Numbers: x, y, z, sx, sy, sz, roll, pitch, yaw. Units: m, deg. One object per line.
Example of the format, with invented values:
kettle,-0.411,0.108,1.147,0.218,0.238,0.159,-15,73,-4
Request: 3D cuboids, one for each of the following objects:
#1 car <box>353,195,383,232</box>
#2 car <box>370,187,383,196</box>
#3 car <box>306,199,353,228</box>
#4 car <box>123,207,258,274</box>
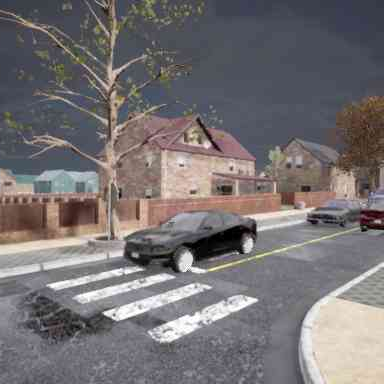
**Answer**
car,9.950,1.130,16.479,1.882,1.535,5.008,1,2,44
car,15.981,0.629,26.896,2.150,2.045,5.566,1,2,44
car,8.609,1.137,19.330,2.033,1.411,5.357,1,2,44
car,0.179,1.284,10.324,1.882,1.535,5.008,1,2,41
